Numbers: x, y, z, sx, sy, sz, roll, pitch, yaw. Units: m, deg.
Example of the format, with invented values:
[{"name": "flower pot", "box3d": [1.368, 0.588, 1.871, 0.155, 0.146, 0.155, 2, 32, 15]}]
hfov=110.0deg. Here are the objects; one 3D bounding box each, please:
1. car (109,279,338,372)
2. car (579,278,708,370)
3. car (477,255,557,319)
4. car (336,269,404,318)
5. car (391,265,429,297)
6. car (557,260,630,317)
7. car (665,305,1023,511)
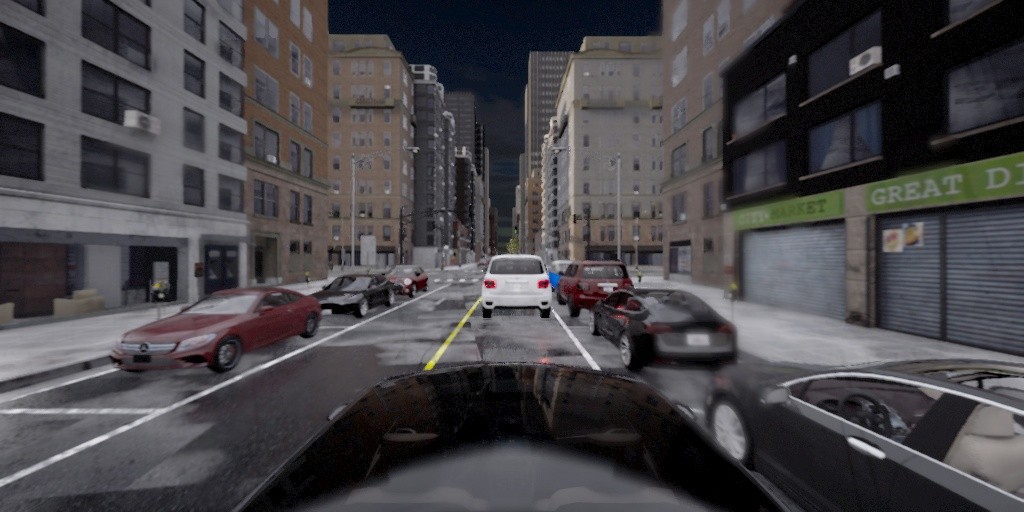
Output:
[{"name": "car", "box3d": [-5.665, 1.343, 7.587, 1.802, 1.307, 4.207, 0, 0, 0]}, {"name": "car", "box3d": [2.861, 1.326, 7.589, 1.948, 1.339, 4.313, 0, 0, 0]}, {"name": "car", "box3d": [0.115, 0.990, 12.990, 2.150, 2.045, 5.566, 0, 0, -1]}, {"name": "car", "box3d": [-5.661, 1.336, 13.112, 1.948, 1.339, 4.313, 0, 0, 0]}, {"name": "car", "box3d": [-5.657, 1.220, 18.637, 1.967, 1.591, 4.097, 0, 0, 0]}, {"name": "car", "box3d": [2.865, 1.085, 13.113, 2.192, 1.841, 5.009, 0, 0, 0]}, {"name": "car", "box3d": [2.857, 1.301, 2.065, 2.007, 1.370, 4.403, 0, 0, 0]}]
